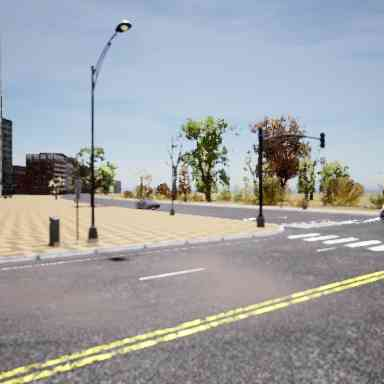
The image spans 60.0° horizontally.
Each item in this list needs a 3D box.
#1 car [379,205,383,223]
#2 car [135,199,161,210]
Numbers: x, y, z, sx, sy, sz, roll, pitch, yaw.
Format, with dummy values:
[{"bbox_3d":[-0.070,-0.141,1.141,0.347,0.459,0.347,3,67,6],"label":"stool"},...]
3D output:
[{"bbox_3d":[14.864,1.225,21.860,2.150,2.045,5.566,1,0,-4],"label":"car"},{"bbox_3d":[-6.130,1.654,45.751,2.033,1.411,5.357,0,0,-31],"label":"car"}]
